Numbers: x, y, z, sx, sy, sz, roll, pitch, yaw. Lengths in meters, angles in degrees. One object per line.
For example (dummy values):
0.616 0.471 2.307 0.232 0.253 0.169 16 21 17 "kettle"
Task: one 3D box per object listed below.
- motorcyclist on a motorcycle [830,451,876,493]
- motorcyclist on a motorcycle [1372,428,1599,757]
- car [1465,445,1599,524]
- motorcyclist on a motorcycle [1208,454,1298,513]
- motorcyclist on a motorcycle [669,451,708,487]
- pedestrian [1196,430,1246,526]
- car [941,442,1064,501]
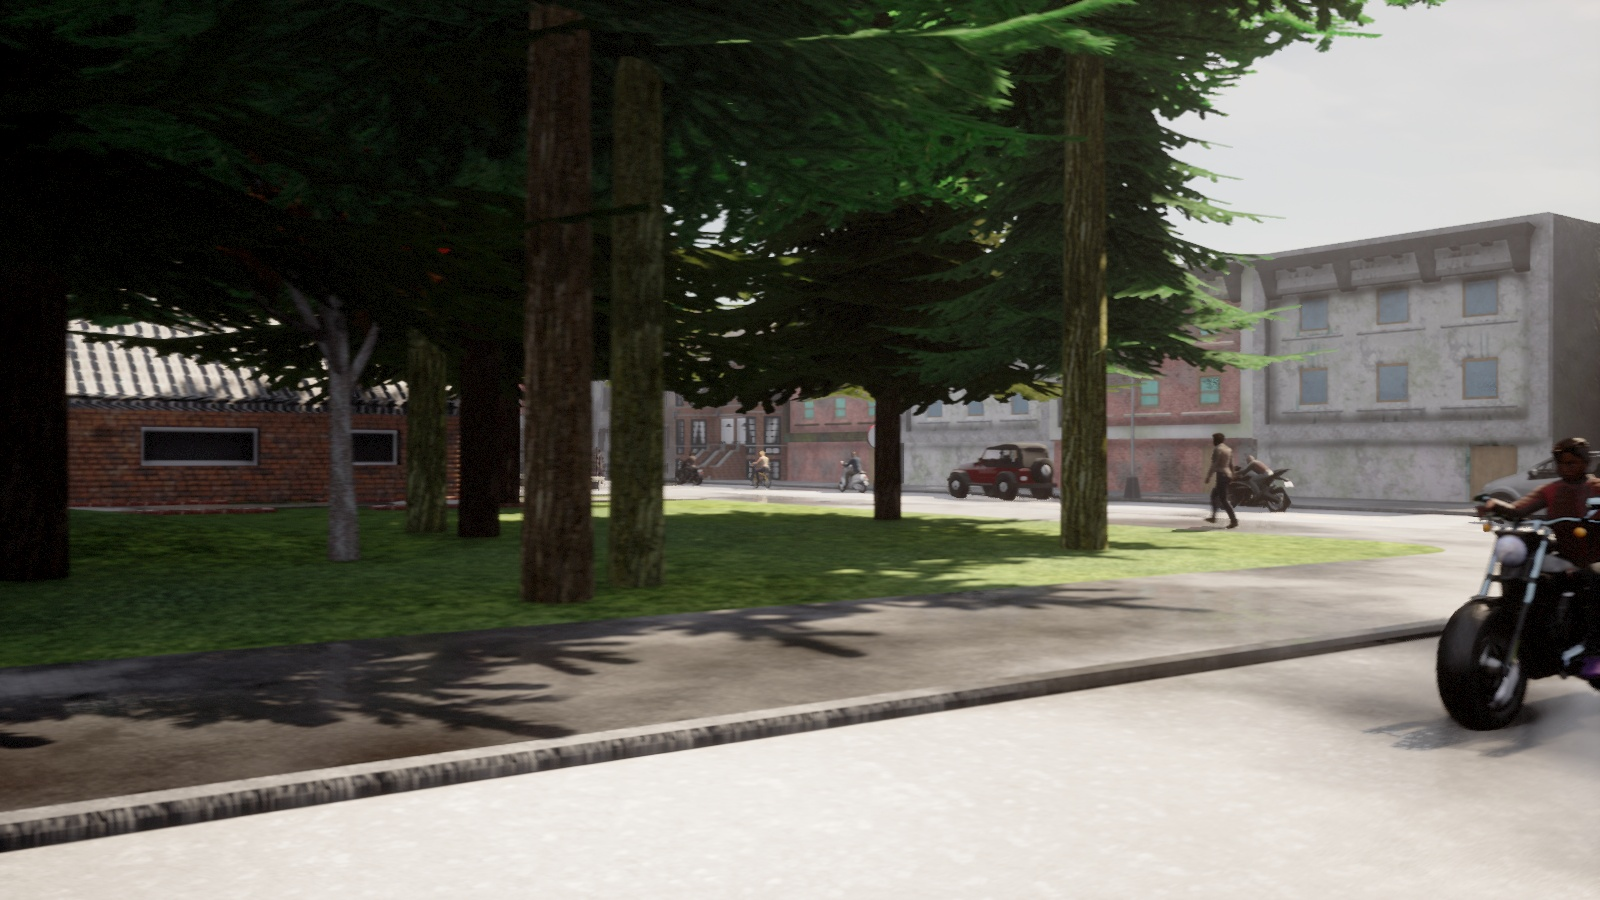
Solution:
2.043 0.855 48.701 0.866 1.590 1.817 0 0 -35 "motorcyclist on a motorcycle"
4.344 0.714 7.285 2.350 1.649 0.766 0 0 -35 "motorcyclist on a motorcycle"
16.840 0.715 27.128 1.851 1.617 3.988 0 0 -31 "car"
12.213 0.878 33.916 0.866 1.530 2.191 0 0 -35 "motorcyclist on a motorcycle"
-5.281 0.893 59.356 0.766 1.649 2.350 0 0 -34 "motorcyclist on a motorcycle"
7.996 0.524 23.862 0.328 1.805 0.869 0 0 -38 "pedestrian"
6.711 0.672 41.910 1.905 1.878 3.866 0 0 -34 "car"
